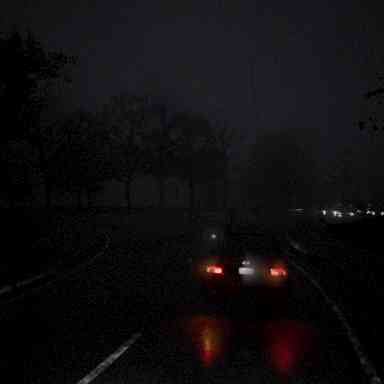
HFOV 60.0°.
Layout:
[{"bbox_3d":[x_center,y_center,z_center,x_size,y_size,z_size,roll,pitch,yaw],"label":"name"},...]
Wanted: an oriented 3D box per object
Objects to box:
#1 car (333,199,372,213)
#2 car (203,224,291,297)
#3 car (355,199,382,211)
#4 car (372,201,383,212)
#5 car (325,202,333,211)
[{"bbox_3d":[20.724,1.720,42.854,4.553,1.767,2.097,2,-1,-38],"label":"car"},{"bbox_3d":[1.419,1.546,8.780,2.033,1.411,5.357,0,0,9],"label":"car"},{"bbox_3d":[28.344,2.134,53.292,4.553,1.767,2.097,3,-2,-39],"label":"car"},{"bbox_3d":[28.463,2.239,48.891,5.357,1.411,2.033,2,-2,-38],"label":"car"},{"bbox_3d":[21.036,1.943,47.549,5.008,1.535,1.882,2,-1,-38],"label":"car"}]
